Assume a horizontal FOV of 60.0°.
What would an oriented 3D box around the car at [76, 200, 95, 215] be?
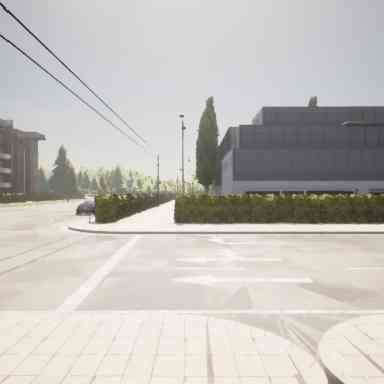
[{"bbox_3d":[-10.452,1.564,34.598,1.994,1.385,4.181,0,0,1],"label":"car"}]
